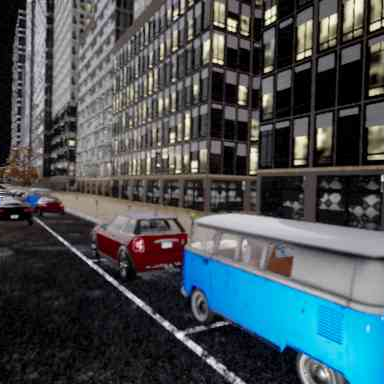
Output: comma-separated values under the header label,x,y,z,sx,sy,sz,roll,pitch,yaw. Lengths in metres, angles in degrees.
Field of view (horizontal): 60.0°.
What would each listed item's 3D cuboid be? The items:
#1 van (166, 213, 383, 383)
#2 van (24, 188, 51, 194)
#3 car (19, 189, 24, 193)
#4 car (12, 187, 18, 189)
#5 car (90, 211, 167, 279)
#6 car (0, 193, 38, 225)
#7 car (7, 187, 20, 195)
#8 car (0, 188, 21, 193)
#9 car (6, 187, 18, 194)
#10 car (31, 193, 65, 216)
label,x,y,z,sx,sy,sz,roll,pitch,yaw
van,1.332,1.306,4.856,1.690,1.788,3.998,1,1,-31
van,-13.367,0.596,29.217,1.690,1.788,3.998,1,1,-31
car,-16.312,0.656,34.093,1.887,1.381,4.507,1,1,-31
car,-22.191,0.374,43.838,2.008,1.369,4.403,1,1,-31
car,-1.610,1.263,9.731,1.967,1.590,4.097,1,1,-31
car,-10.005,1.015,18.541,1.812,1.442,4.674,1,1,-31
car,-33.951,-0.191,63.326,1.947,1.339,4.313,1,1,-31
car,-17.459,0.674,30.880,2.033,1.411,5.357,1,1,-31
car,-36.891,-0.352,68.198,2.008,1.369,4.403,1,1,-31
car,-10.433,0.979,24.349,1.802,1.307,4.206,1,1,-31
